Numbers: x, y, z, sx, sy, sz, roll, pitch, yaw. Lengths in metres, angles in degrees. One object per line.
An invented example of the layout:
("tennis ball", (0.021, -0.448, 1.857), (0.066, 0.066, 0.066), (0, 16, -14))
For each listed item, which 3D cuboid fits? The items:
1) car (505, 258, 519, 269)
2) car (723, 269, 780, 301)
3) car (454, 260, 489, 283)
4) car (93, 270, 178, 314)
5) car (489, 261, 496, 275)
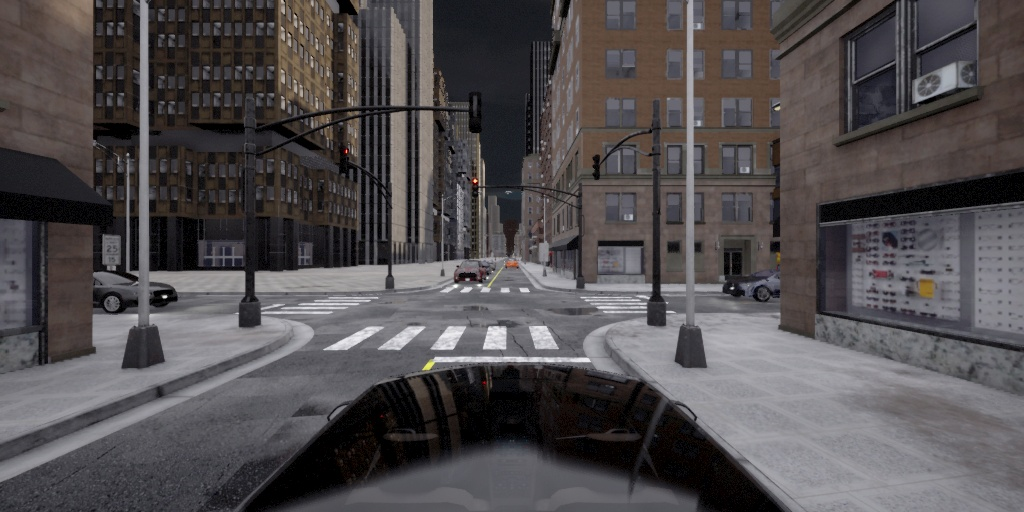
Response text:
("car", (-0.021, 1.103, 58.725), (2.097, 1.767, 4.553), (0, 0, -1))
("car", (12.219, 1.314, 16.674), (4.181, 1.385, 1.994), (0, 0, -1))
("car", (-3.159, 1.103, 27.803), (2.097, 1.767, 4.553), (0, 0, 0))
("car", (-15.260, 1.259, 13.234), (4.892, 1.490, 1.837), (0, 0, -1))
("car", (-3.176, 1.299, 38.062), (2.033, 1.411, 5.357), (0, 0, 0))
